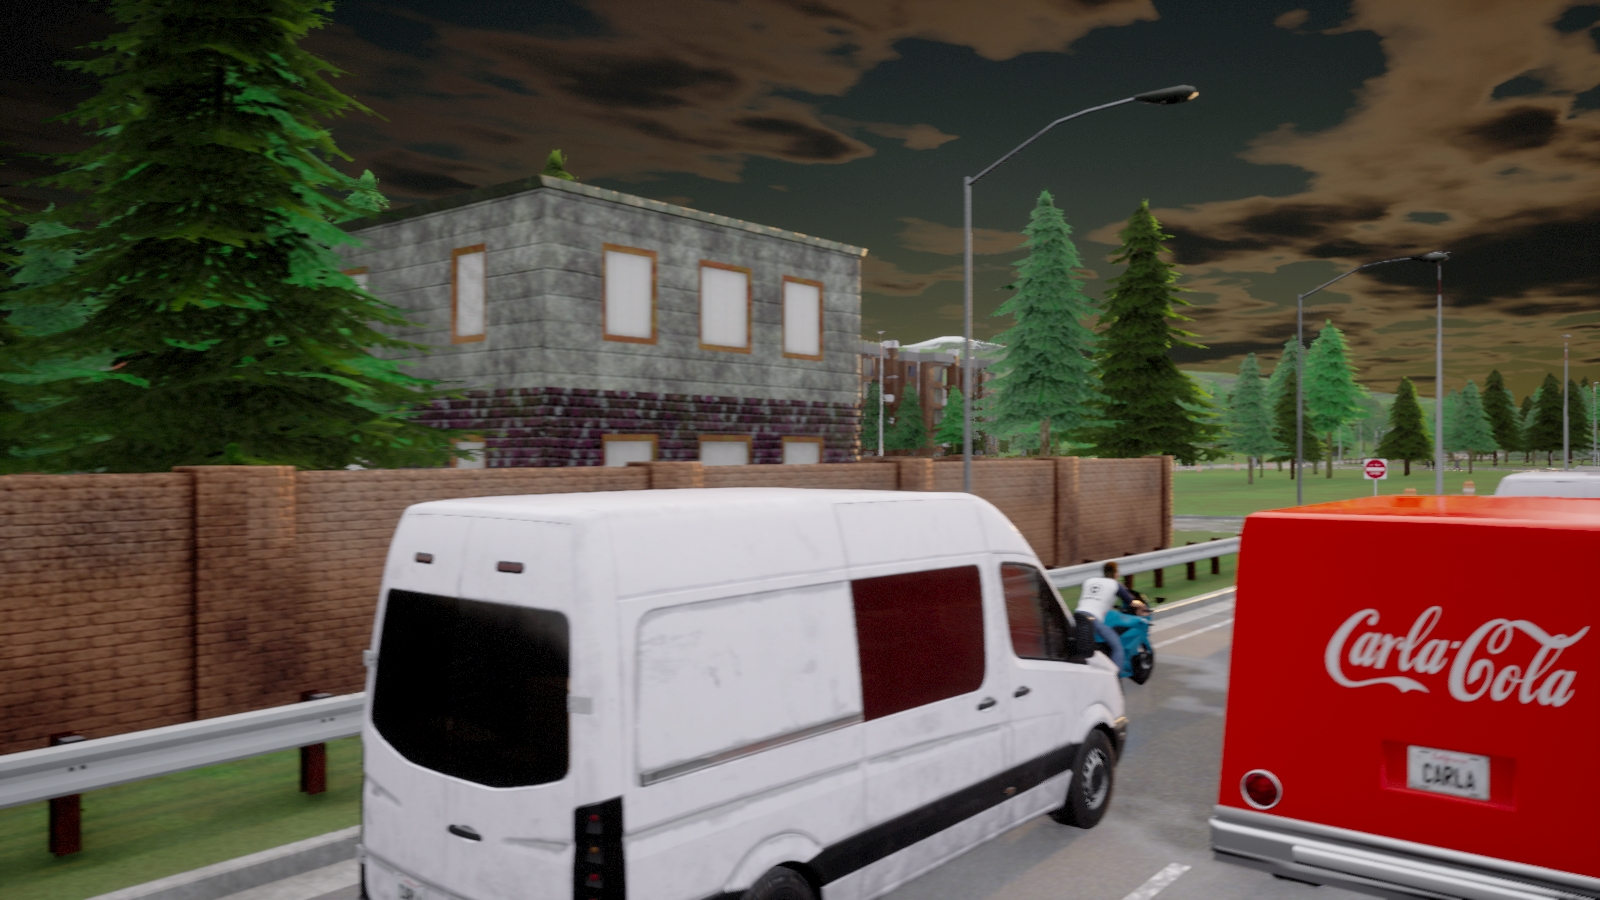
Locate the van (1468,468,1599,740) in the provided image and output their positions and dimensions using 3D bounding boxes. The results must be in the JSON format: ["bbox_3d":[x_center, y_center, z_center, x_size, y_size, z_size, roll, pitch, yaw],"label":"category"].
[{"bbox_3d":[9.541,1.532,13.466,1.988,2.561,5.915,0,0,39],"label":"van"}]

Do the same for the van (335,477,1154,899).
[{"bbox_3d":[0.223,1.533,7.601,1.988,2.561,5.915,0,0,39],"label":"van"}]

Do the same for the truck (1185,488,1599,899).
[{"bbox_3d":[4.877,1.558,7.752,2.627,2.467,5.204,0,-1,39],"label":"truck"}]

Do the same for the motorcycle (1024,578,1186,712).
[{"bbox_3d":[3.525,2.184,13.109,2.033,1.199,0.803,0,0,-41],"label":"motorcycle"}]
